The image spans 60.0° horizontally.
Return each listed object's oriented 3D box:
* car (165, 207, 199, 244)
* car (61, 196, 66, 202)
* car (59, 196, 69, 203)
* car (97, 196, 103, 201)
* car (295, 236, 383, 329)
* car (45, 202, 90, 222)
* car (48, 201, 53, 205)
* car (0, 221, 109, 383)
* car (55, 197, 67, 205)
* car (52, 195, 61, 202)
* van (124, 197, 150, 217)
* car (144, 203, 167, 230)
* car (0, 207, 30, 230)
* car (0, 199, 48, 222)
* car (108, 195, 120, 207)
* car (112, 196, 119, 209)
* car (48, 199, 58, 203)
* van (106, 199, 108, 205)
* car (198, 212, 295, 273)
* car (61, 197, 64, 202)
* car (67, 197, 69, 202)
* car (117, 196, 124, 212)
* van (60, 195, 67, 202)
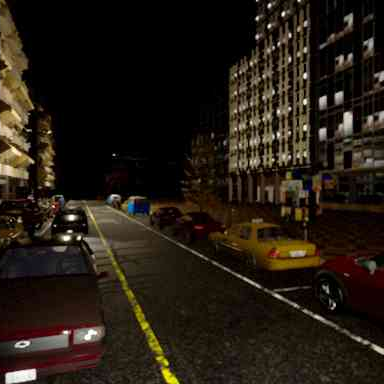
[{"bbox_3d":[0.225,1.576,15.672,1.802,1.307,4.206,0,0,-19],"label":"car"},{"bbox_3d":[-18.310,1.551,44.416,1.887,1.381,4.507,0,0,-19],"label":"car"},{"bbox_3d":[-27.138,1.598,70.601,1.947,1.339,4.313,0,0,-19],"label":"car"},{"bbox_3d":[-24.494,1.597,88.990,1.887,1.381,4.507,-1,0,-19],"label":"car"},{"bbox_3d":[3.756,1.437,5.197,1.967,1.590,4.097,0,0,-19],"label":"car"},{"bbox_3d":[-6.832,1.544,18.810,2.033,1.411,5.357,0,0,-19],"label":"car"},{"bbox_3d":[-11.247,1.548,23.469,2.008,1.369,4.403,0,0,-19],"label":"car"},{"bbox_3d":[-2.622,1.546,6.022,2.033,1.411,5.357,0,0,-18],"label":"car"},{"bbox_3d":[-23.606,1.602,60.127,1.802,1.307,4.206,0,0,-19],"label":"car"},{"bbox_3d":[-14.779,1.440,33.941,1.967,1.590,4.097,0,0,-19],"label":"car"},{"bbox_3d":[-5.073,1.336,31.382,1.690,1.788,3.998,0,0,-19],"label":"van"},{"bbox_3d":[-1.541,1.576,20.908,1.802,1.307,4.206,0,0,-19],"label":"car"},{"bbox_3d":[-7.662,1.523,12.834,1.752,1.417,4.829,0,0,-19],"label":"car"},{"bbox_3d":[-9.483,1.312,18.231,2.192,1.841,5.009,0,0,-19],"label":"car"},{"bbox_3d":[-10.369,1.443,47.093,1.967,1.590,4.097,0,0,-19],"label":"car"},{"bbox_3d":[-8.603,1.565,41.857,1.947,1.339,4.313,0,0,-19],"label":"car"},{"bbox_3d":[-13.013,1.549,28.706,2.008,1.369,4.403,0,0,-19],"label":"car"},{"bbox_3d":[-12.136,1.348,52.331,1.690,1.788,3.998,0,0,-19],"label":"van"},{"bbox_3d":[1.936,1.521,10.595,1.752,1.417,4.829,0,0,-19],"label":"car"},{"bbox_3d":[-16.544,1.568,39.179,1.947,1.339,4.313,0,0,-19],"label":"car"},{"bbox_3d":[-21.841,1.597,54.890,1.802,1.307,4.206,0,0,-19],"label":"car"},{"bbox_3d":[-6.891,1.522,36.780,1.752,1.417,4.829,0,0,-19],"label":"car"},{"bbox_3d":[-20.077,1.351,49.653,1.690,1.788,3.998,0,0,-19],"label":"van"}]
